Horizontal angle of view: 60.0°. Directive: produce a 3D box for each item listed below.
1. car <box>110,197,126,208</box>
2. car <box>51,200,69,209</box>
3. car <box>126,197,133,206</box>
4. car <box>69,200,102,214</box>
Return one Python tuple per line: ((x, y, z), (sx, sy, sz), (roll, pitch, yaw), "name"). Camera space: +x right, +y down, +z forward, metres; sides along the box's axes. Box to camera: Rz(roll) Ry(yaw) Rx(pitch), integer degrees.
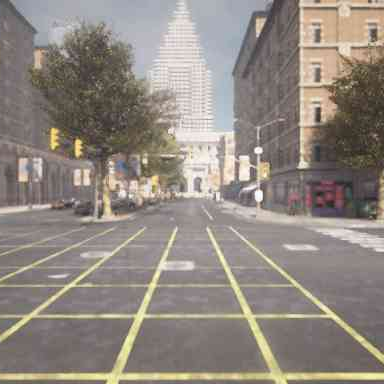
((-11.585, 1.703, 48.349), (2.033, 1.411, 5.357), (0, 0, 1), "car")
((-18.261, 1.746, 47.181), (1.895, 1.301, 4.718), (0, 0, 0), "car")
((-11.553, 1.687, 58.295), (1.837, 1.490, 4.892), (0, 1, 1), "car")
((-11.606, 1.624, 37.119), (1.837, 1.490, 4.892), (0, 0, 0), "car")
